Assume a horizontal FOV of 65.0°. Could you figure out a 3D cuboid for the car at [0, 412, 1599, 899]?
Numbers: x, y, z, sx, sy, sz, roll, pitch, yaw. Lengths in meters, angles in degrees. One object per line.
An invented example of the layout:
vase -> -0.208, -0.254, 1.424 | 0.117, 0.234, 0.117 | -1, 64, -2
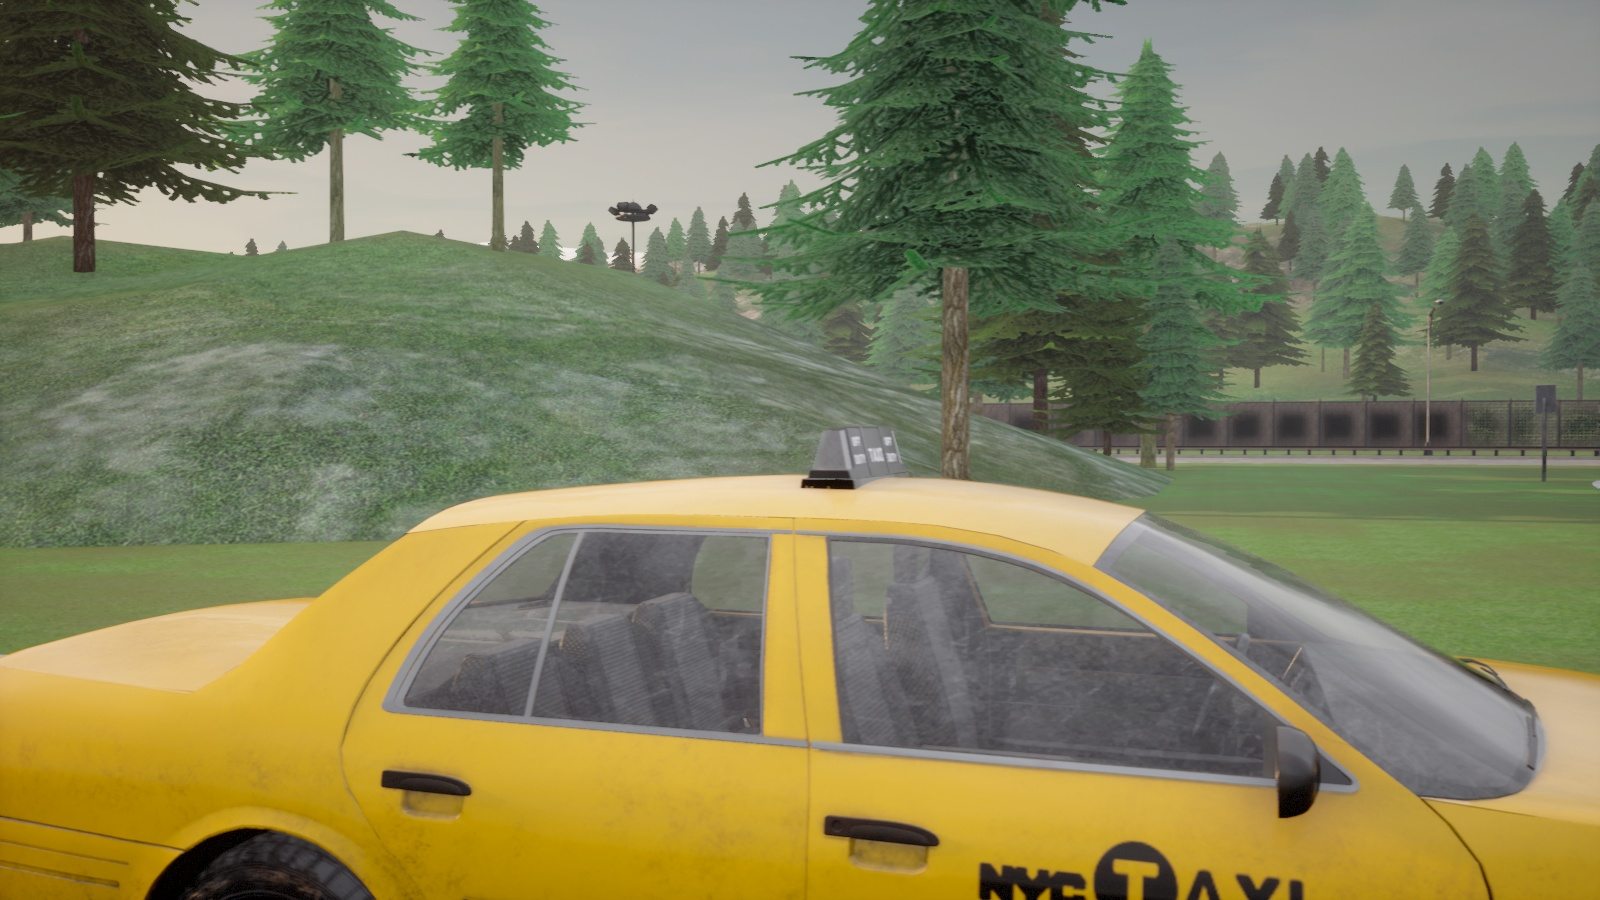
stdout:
car -> 0.252, 0.713, 3.107 | 5.366, 1.575, 1.801 | 1, 1, 19
